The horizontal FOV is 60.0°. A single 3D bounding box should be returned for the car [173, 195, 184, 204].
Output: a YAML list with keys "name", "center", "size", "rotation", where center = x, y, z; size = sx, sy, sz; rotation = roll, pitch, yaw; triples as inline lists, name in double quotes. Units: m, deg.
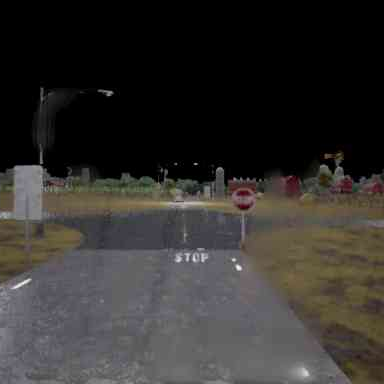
- name: "car"
  center: [-2.544, 1.446, 64.162]
  size: [1.837, 1.490, 4.892]
  rotation: [0, 2, 0]
